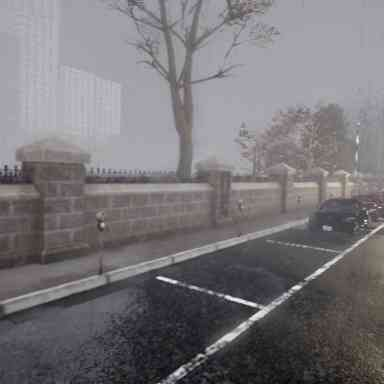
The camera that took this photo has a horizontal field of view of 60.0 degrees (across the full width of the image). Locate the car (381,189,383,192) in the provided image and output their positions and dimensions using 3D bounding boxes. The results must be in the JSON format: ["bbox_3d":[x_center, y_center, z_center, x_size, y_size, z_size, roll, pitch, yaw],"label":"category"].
[{"bbox_3d":[13.258,0.660,23.390,1.887,1.381,4.507,4,4,37],"label":"car"}]

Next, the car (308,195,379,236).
[{"bbox_3d":[6.488,0.957,14.398,1.947,1.339,4.313,4,4,37],"label":"car"}]

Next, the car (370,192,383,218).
[{"bbox_3d":[9.873,0.834,18.897,1.802,1.307,4.206,4,4,37],"label":"car"}]
